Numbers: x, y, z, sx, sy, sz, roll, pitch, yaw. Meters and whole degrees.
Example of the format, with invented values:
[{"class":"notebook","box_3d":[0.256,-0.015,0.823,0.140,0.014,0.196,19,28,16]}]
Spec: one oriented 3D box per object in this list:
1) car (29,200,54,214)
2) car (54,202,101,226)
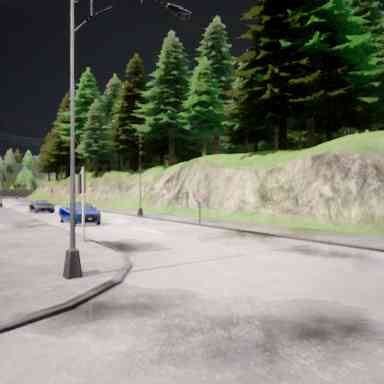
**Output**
[{"class":"car","box_3d":[-15.903,1.543,35.038,2.033,1.411,5.357,0,0,-34]},{"class":"car","box_3d":[-7.975,1.474,23.478,1.882,1.535,5.008,0,0,-34]}]
